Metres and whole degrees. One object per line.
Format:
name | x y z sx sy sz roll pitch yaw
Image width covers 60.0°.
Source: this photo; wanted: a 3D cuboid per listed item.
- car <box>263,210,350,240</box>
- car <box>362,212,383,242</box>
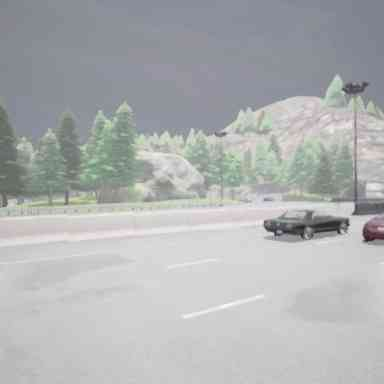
car | 5.813 1.532 16.512 4.718 1.301 1.895 0 0 -35
car | 9.430 1.486 14.795 4.181 1.385 1.994 0 0 -36
